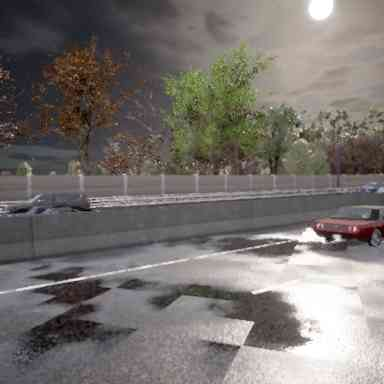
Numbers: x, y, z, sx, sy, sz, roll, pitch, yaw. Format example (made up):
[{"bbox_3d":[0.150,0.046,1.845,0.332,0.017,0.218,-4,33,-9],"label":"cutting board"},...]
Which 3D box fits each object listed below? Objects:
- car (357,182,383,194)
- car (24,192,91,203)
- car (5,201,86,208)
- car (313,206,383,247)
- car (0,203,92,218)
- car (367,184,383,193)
[{"bbox_3d":[25.857,-0.338,47.467,5.566,2.045,2.150,-2,1,-34],"label":"car"},{"bbox_3d":[-9.762,1.038,22.746,5.566,2.045,2.150,-2,1,-35],"label":"car"},{"bbox_3d":[-8.880,1.465,19.097,4.718,1.301,1.895,-2,1,-35],"label":"car"},{"bbox_3d":[6.810,1.182,12.711,4.718,1.301,1.895,-2,1,-35],"label":"car"},{"bbox_3d":[-6.875,1.468,16.228,4.718,1.301,1.895,-2,1,-35],"label":"car"},{"bbox_3d":[24.750,0.088,42.459,4.674,1.442,1.812,-2,1,-35],"label":"car"}]
